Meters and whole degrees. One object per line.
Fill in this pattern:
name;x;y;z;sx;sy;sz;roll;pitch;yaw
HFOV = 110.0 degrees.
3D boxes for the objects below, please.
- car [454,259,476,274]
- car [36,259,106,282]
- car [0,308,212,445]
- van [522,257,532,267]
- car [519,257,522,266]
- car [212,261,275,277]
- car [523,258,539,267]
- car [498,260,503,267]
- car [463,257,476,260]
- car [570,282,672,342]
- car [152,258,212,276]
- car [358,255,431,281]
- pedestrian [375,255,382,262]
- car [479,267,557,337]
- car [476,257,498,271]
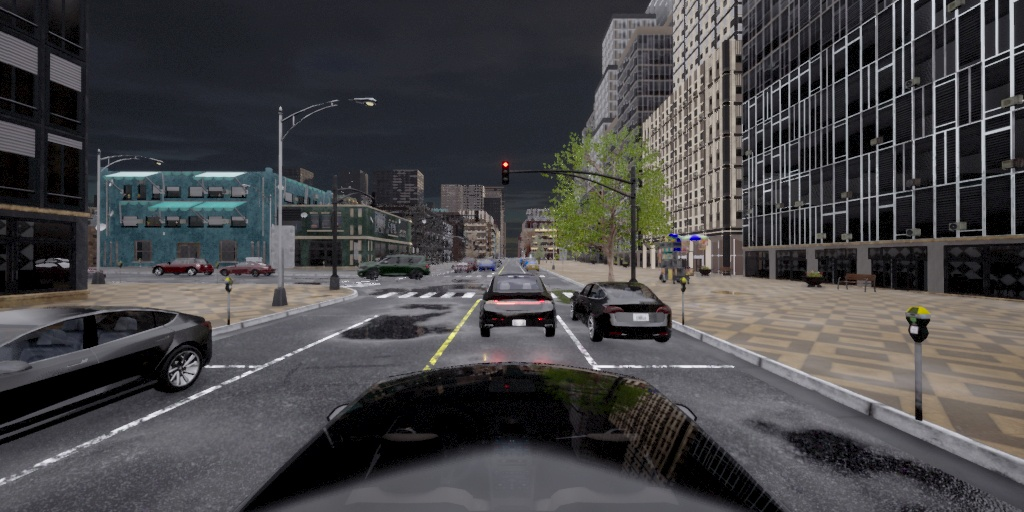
car;-5.671;1.336;42.052;1.802;1.307;4.207;0;0;0
car;-28.241;0.981;22.519;4.207;1.307;1.802;0;0;-1
car;-5.689;1.316;4.036;1.948;1.339;4.313;0;0;0
van;2.715;1.096;53.153;1.690;1.789;3.998;0;0;0
car;2.720;1.308;64.255;2.007;1.370;4.403;0;0;0
car;-22.807;1.091;30.973;4.207;1.307;1.802;0;0;-1
car;2.712;1.280;47.771;1.751;1.417;4.829;0;0;0
car;-3.045;1.320;61.570;1.994;1.385;4.181;0;0;0
car;-5.668;1.069;47.603;2.192;1.841;5.009;0;0;0
car;2.694;1.316;9.572;1.948;1.339;4.313;0;0;0
car;-28.355;0.880;30.898;4.097;1.591;1.967;0;0;-1
car;-9.344;0.922;28.806;5.566;2.045;2.150;1;1;-23
pedestrian;-12.734;0.790;34.060;0.375;1.860;0.375;0;-1;-1
car;0.115;1.242;10.243;2.128;1.511;4.902;0;0;-1
car;-3.078;1.232;45.063;1.882;1.535;5.008;0;0;0
